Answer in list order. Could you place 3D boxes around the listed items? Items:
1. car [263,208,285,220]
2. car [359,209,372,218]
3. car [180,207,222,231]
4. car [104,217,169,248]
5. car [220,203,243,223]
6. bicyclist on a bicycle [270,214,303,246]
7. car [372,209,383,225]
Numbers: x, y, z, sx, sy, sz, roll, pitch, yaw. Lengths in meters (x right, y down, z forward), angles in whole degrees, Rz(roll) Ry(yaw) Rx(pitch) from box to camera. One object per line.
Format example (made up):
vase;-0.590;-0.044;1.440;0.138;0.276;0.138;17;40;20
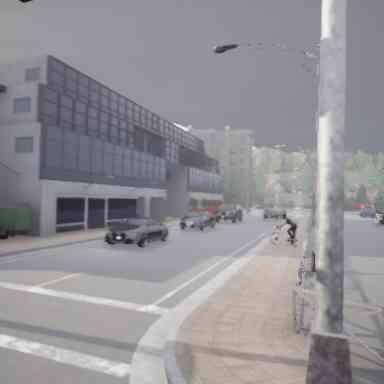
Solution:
car;10.456;2.863;43.412;2.128;1.511;4.902;1;-1;20
car;28.335;3.388;52.174;3.633;1.501;1.845;1;-1;20
car;0.571;2.270;27.131;2.128;1.511;4.902;1;-1;20
car;-2.842;2.058;17.802;1.994;1.385;4.181;1;-1;20
car;4.157;2.298;36.877;2.150;2.045;5.566;1;-1;20
bicyclist on a bicycle;4.870;1.969;17.094;1.656;1.620;0.582;1;-1;20
car;21.839;2.577;34.779;4.605;1.855;1.932;1;-1;20
